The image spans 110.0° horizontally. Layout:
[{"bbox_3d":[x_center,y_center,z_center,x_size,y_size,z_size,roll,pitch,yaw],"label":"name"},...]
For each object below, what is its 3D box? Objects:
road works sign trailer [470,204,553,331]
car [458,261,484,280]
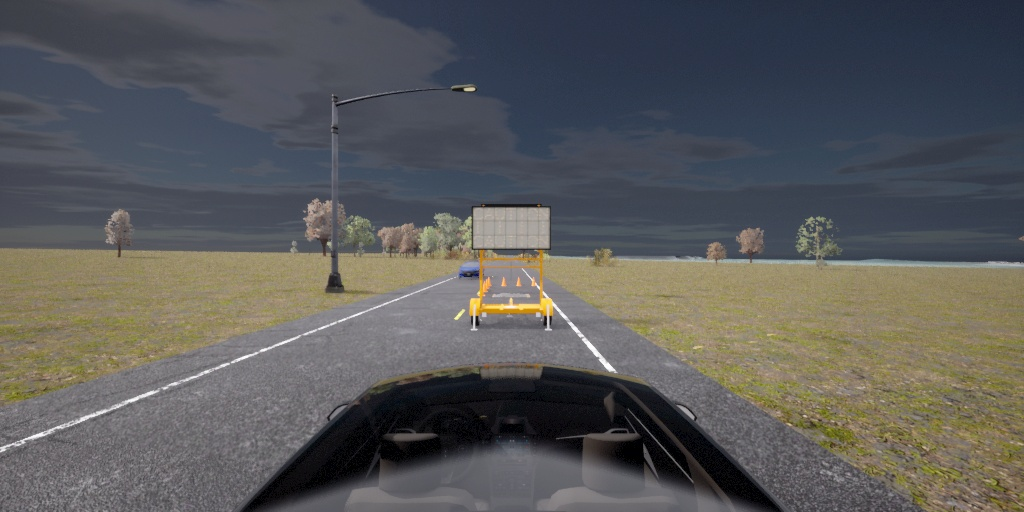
[{"bbox_3d":[-0.023,0.215,11.023,2.380,3.560,2.880,0,0,0],"label":"road works sign trailer"},{"bbox_3d":[-3.575,1.230,32.028,1.882,1.535,5.008,0,0,0],"label":"car"}]
